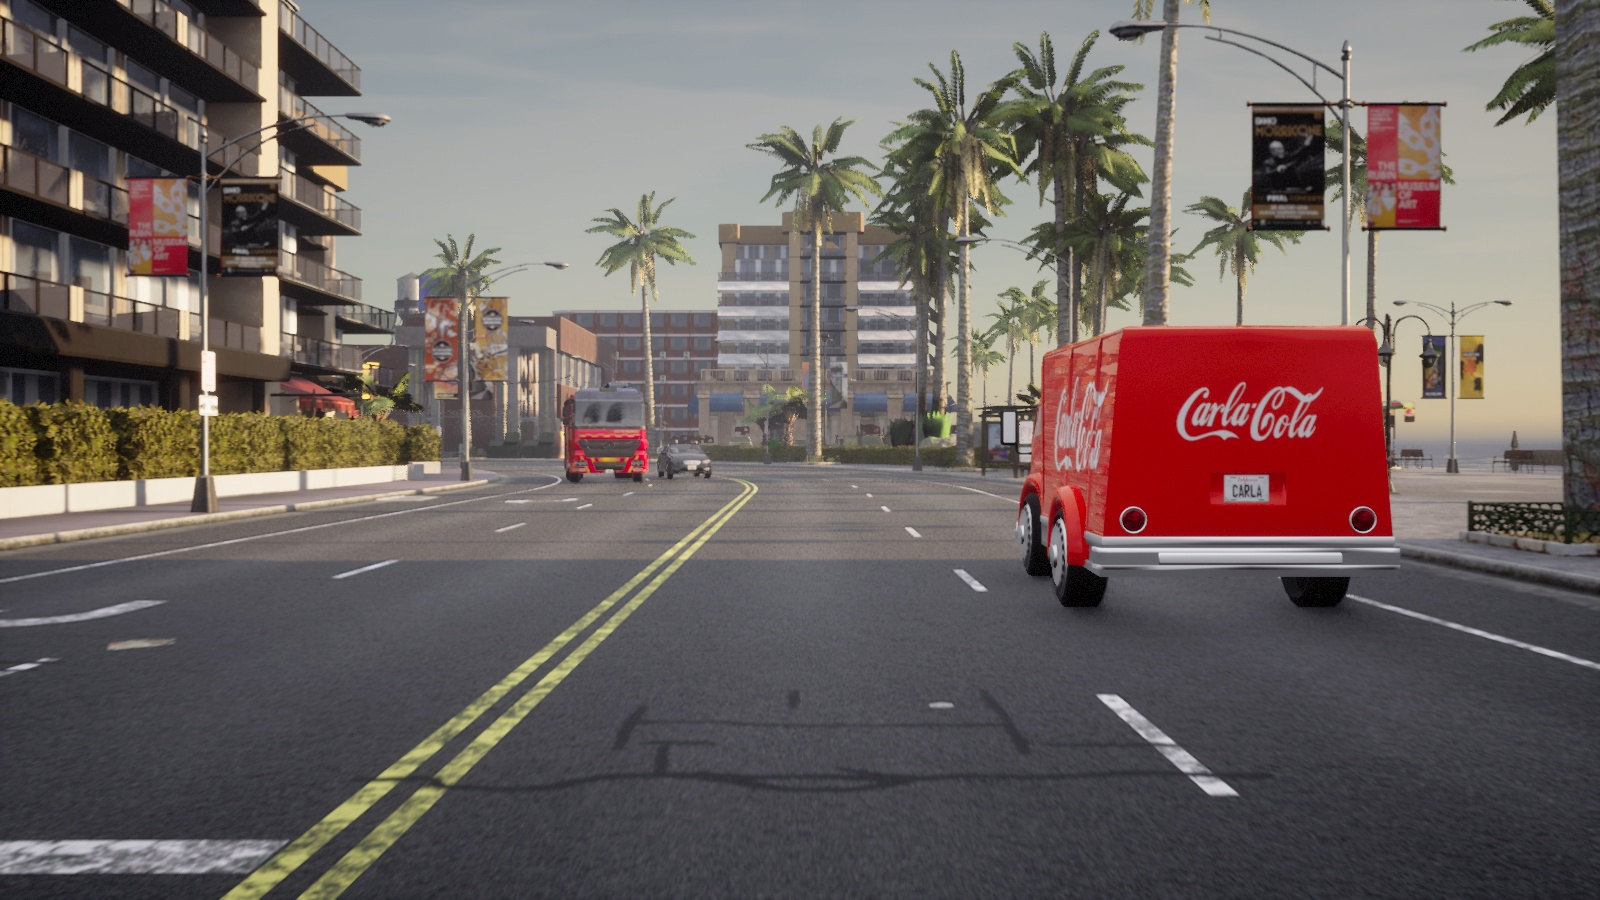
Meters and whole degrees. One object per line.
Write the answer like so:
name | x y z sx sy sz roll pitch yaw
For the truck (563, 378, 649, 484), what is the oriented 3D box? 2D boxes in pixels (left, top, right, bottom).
truck | -7.828 -0.705 49.870 2.891 3.827 8.468 0 0 -12

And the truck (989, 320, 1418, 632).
truck | 3.587 0.192 12.550 2.627 2.467 5.204 0 0 0

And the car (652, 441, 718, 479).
car | -4.927 0.399 53.173 2.128 1.511 4.902 0 0 -13
